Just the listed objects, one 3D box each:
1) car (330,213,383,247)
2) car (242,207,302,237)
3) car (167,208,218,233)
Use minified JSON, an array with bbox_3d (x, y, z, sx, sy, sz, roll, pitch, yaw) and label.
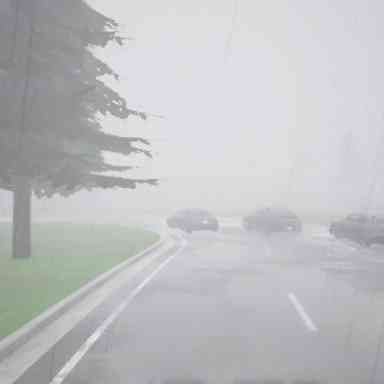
[{"bbox_3d":[8.214,1.682,15.718,1.994,1.385,4.181,0,0,-1],"label":"car"},{"bbox_3d":[4.376,1.613,18.921,2.128,1.511,4.902,1,0,-11],"label":"car"},{"bbox_3d":[-0.066,1.679,20.573,1.994,1.385,4.181,1,0,-24],"label":"car"}]
